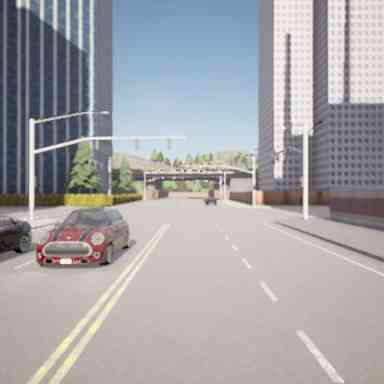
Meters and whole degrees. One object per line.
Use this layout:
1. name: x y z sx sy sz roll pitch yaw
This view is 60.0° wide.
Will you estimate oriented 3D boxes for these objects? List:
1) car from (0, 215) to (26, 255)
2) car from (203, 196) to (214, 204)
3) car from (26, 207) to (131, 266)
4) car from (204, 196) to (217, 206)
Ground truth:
1. car: -7.048 1.518 10.820 2.128 1.511 4.902 0 0 0
2. car: 3.459 1.628 70.039 2.128 1.511 4.902 0 0 0
3. car: -3.543 1.382 11.648 2.097 1.767 4.553 0 0 0
4. car: 3.465 1.651 59.993 1.837 1.490 4.892 0 0 0
